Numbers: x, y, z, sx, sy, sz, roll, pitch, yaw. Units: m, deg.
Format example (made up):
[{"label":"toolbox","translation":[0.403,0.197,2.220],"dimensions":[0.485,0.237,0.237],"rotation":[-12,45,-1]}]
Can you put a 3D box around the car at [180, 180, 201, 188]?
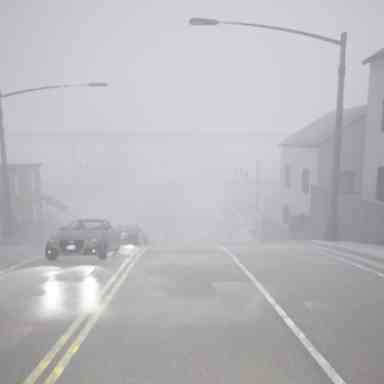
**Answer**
[{"label":"car","translation":[-0.324,-1.831,74.411],"dimensions":[4.536,1.218,1.853],"rotation":[4,9,26]}]

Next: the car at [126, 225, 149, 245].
[{"label":"car","translation":[-4.438,2.984,22.866],"dimensions":[2.128,1.511,4.902],"rotation":[-1,-11,-3]}]

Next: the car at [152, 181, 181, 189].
[{"label":"car","translation":[-5.613,-1.522,73.444],"dimensions":[4.974,1.542,2.038],"rotation":[-7,10,-38]}]

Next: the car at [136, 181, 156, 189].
[{"label":"car","translation":[-10.257,-1.649,73.286],"dimensions":[4.536,1.218,1.853],"rotation":[7,11,41]}]

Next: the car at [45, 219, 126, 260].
[{"label":"car","translation":[-3.988,1.736,12.802],"dimensions":[1.994,1.385,4.181],"rotation":[0,-4,-2]}]

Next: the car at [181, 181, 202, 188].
[{"label":"car","translation":[-0.277,-1.671,74.410],"dimensions":[4.974,1.542,2.038],"rotation":[4,9,26]}]

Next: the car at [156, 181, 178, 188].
[{"label":"car","translation":[-5.573,-1.682,73.454],"dimensions":[4.536,1.218,1.853],"rotation":[-7,10,-38]}]

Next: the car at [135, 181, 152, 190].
[{"label":"car","translation":[-10.218,-1.488,73.275],"dimensions":[4.974,1.542,2.038],"rotation":[7,11,41]}]

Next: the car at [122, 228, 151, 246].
[{"label":"car","translation":[-4.683,3.924,28.511],"dimensions":[1.994,1.385,4.181],"rotation":[-1,-9,-3]}]
